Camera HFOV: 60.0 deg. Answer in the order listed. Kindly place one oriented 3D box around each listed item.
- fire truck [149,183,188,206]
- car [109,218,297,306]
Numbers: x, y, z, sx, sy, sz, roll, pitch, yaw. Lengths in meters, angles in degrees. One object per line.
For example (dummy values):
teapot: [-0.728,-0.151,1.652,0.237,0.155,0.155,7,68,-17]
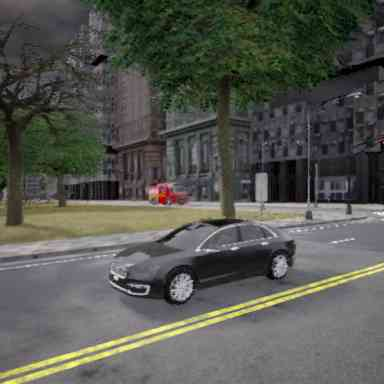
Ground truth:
fire truck: [-4.124,0.390,56.338,2.891,3.827,8.468,-1,0,-35]
car: [0.476,1.440,8.007,4.892,1.490,1.837,0,0,-35]
